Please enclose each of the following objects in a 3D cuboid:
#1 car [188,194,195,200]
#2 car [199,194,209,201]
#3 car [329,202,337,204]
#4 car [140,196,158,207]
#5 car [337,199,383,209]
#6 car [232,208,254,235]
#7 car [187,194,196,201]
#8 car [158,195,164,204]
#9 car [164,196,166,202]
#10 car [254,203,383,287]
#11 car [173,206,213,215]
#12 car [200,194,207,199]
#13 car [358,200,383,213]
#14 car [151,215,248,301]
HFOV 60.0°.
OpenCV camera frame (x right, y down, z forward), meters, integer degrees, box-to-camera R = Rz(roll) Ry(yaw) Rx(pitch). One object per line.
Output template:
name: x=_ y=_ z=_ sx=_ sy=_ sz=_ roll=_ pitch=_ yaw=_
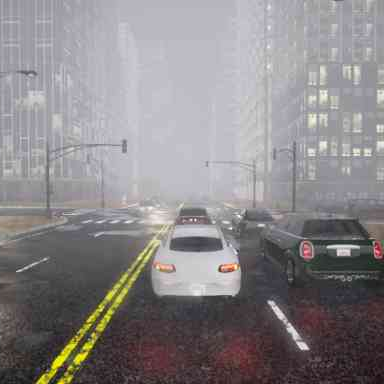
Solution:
car: x=-0.227 y=1.220 z=90.742 sx=1.882 sy=1.535 sz=5.008 roll=0 pitch=0 yaw=0
car: x=3.050 y=1.396 z=80.332 sx=1.882 sy=1.535 sz=5.008 roll=0 pitch=0 yaw=0
car: x=15.004 y=1.701 z=35.378 sx=4.718 sy=1.301 sz=1.895 roll=0 pitch=1 yaw=1
car: x=-6.717 y=1.528 z=50.752 sx=1.994 sy=1.385 sz=4.181 roll=0 pitch=0 yaw=0
car: x=16.127 y=1.519 z=29.575 sx=5.009 sy=1.841 sz=2.192 roll=1 pitch=0 yaw=1
car: x=3.305 y=1.555 z=17.823 sx=1.994 sy=1.385 sz=4.181 roll=0 pitch=0 yaw=0
car: x=-0.200 y=1.418 z=80.325 sx=1.837 sy=1.490 sz=4.892 roll=0 pitch=0 yaw=0
car: x=-6.721 y=1.429 z=61.076 sx=1.882 sy=1.535 sz=5.008 roll=0 pitch=0 yaw=1
car: x=-6.680 y=1.416 z=71.451 sx=1.882 sy=1.535 sz=5.008 roll=0 pitch=0 yaw=0
car: x=3.327 y=1.348 z=9.436 sx=2.097 sy=1.767 sz=4.553 roll=0 pitch=0 yaw=0
car: x=0.057 y=1.495 z=17.408 sx=1.837 sy=1.490 sz=4.892 roll=0 pitch=0 yaw=0
car: x=3.023 y=1.266 z=90.749 sx=1.812 sy=1.442 sz=4.674 roll=0 pitch=0 yaw=0
car: x=21.715 y=1.643 z=37.876 sx=4.829 sy=1.417 sz=1.752 roll=1 pitch=0 yaw=1
car: x=0.081 y=1.522 z=8.160 sx=1.812 sy=1.442 sz=4.674 roll=0 pitch=0 yaw=0
